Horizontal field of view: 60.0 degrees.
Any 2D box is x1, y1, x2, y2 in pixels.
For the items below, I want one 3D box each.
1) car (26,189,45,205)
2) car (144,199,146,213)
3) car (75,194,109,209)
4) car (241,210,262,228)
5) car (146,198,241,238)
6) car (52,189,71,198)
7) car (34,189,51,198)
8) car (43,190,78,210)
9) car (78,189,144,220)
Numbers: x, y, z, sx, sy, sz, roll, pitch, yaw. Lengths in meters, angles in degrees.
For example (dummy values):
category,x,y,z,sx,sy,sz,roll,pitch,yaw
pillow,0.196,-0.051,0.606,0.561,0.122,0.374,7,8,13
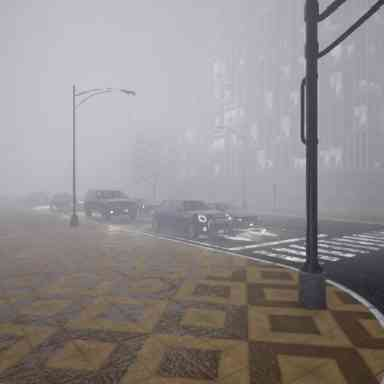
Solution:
category,x,y,z,sx,sy,sz,roll,pitch,yaw
car,-18.750,0.710,40.246,2.128,1.511,4.902,0,1,-37
car,-4.406,1.166,27.196,1.895,1.301,4.718,0,1,-38
car,-10.614,0.945,35.091,1.994,1.385,4.181,0,1,-38
car,1.573,1.289,19.679,2.033,1.411,5.357,0,1,-36
car,-0.087,1.124,16.484,2.097,1.767,4.553,0,1,-38
car,-25.614,0.258,65.011,2.128,1.511,4.902,0,1,-38
car,-28.622,0.236,63.582,1.882,1.535,5.008,0,1,-38
car,-12.378,0.900,32.073,2.128,1.511,4.902,0,1,-38
car,-5.991,0.819,23.958,2.150,2.045,5.566,0,1,-38
